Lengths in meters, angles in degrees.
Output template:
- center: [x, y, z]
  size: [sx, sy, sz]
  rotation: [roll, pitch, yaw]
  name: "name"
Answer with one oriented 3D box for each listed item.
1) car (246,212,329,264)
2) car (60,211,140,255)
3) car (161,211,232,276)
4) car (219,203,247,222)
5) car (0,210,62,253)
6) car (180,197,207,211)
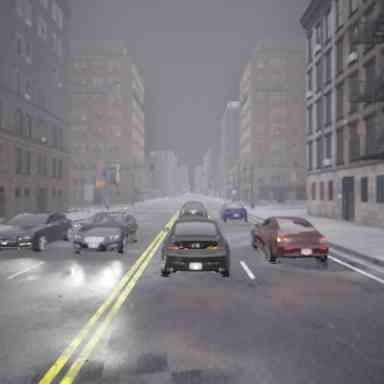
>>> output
- center: [3.351, 1.585, 12.019]
  size: [1.812, 1.442, 4.674]
  rotation: [0, 0, 0]
  name: "car"
- center: [-3.346, 1.559, 13.764]
  size: [2.128, 1.511, 4.902]
  rotation: [0, 0, 0]
  name: "car"
- center: [0.099, 1.557, 10.464]
  size: [1.837, 1.490, 4.892]
  rotation: [0, 0, 0]
  name: "car"
- center: [3.357, 1.613, 27.493]
  size: [1.882, 1.535, 5.008]
  rotation: [0, 0, 0]
  name: "car"
- center: [-6.595, 1.575, 14.151]
  size: [1.837, 1.490, 4.892]
  rotation: [0, 0, 0]
  name: "car"
- center: [0.103, 1.480, 25.813]
  size: [2.097, 1.767, 4.553]
  rotation: [0, 0, 0]
  name: "car"
